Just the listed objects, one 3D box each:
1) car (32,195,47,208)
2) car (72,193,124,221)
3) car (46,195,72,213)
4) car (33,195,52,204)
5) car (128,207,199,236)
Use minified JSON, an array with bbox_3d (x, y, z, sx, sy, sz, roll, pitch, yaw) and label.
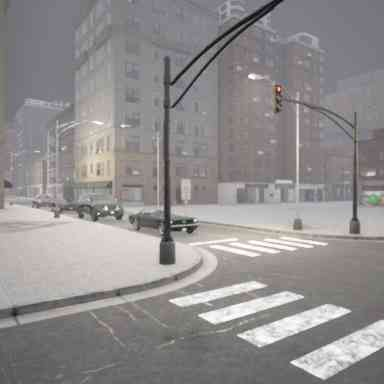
[{"bbox_3d":[-19.078,1.134,42.648,2.097,1.767,4.553,0,0,-35],"label":"car"},{"bbox_3d":[-7.305,1.096,26.054,2.150,2.045,5.566,0,0,-35],"label":"car"},{"bbox_3d":[-13.175,1.306,34.312,1.882,1.535,5.008,0,0,-36],"label":"car"},{"bbox_3d":[-25.423,1.262,56.545,2.033,1.411,5.357,0,0,-35],"label":"car"},{"bbox_3d":[-1.661,1.522,18.151,1.895,1.301,4.718,0,0,-36],"label":"car"}]
